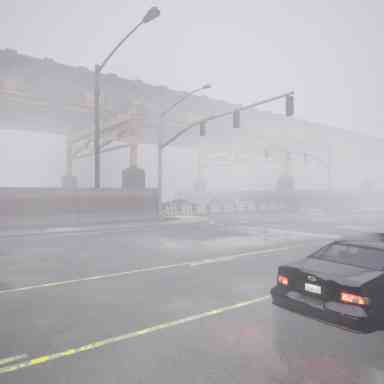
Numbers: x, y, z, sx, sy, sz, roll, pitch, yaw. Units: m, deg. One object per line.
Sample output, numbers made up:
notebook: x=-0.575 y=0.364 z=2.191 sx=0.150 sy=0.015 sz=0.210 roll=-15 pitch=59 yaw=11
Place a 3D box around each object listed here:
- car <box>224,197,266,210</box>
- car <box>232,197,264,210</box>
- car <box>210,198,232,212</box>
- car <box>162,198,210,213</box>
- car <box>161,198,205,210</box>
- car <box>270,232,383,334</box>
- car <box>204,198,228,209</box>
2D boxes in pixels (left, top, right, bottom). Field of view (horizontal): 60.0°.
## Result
car: x=6.710 y=1.453 z=42.483 sx=4.974 sy=1.542 sz=2.038 roll=0 pitch=0 yaw=-8
car: x=6.659 y=1.295 z=42.476 sx=4.536 sy=1.218 sz=1.853 roll=0 pitch=0 yaw=-8
car: x=2.839 y=1.453 z=38.683 sx=2.038 sy=1.542 sz=4.974 roll=0 pitch=0 yaw=17
car: x=-0.878 y=1.453 z=35.959 sx=4.974 sy=1.542 sz=2.038 roll=0 pitch=0 yaw=7
car: x=-0.929 y=1.295 z=35.965 sx=4.536 sy=1.218 sz=1.853 roll=0 pitch=0 yaw=7
car: x=3.916 y=1.547 z=6.647 sx=5.357 sy=1.411 sz=2.033 roll=0 pitch=0 yaw=-36
car: x=2.854 y=1.295 z=38.732 sx=1.853 sy=1.218 sz=4.536 roll=0 pitch=0 yaw=17
